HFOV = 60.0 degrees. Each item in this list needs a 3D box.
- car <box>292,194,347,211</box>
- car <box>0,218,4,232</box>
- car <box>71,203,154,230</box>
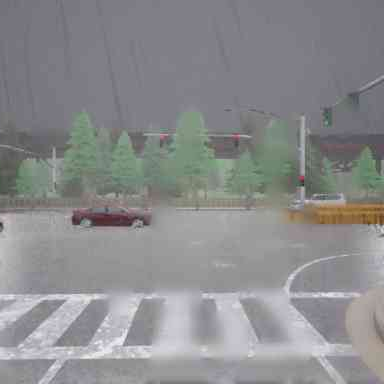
[{"bbox_3d":[13.548,1.221,35.398,5.566,2.045,2.150,0,0,-2],"label":"car"},{"bbox_3d":[-12.165,1.351,16.914,4.553,1.767,2.097,0,0,-2],"label":"car"},{"bbox_3d":[-4.862,1.477,20.635,5.008,1.535,1.882,0,0,-2],"label":"car"}]
